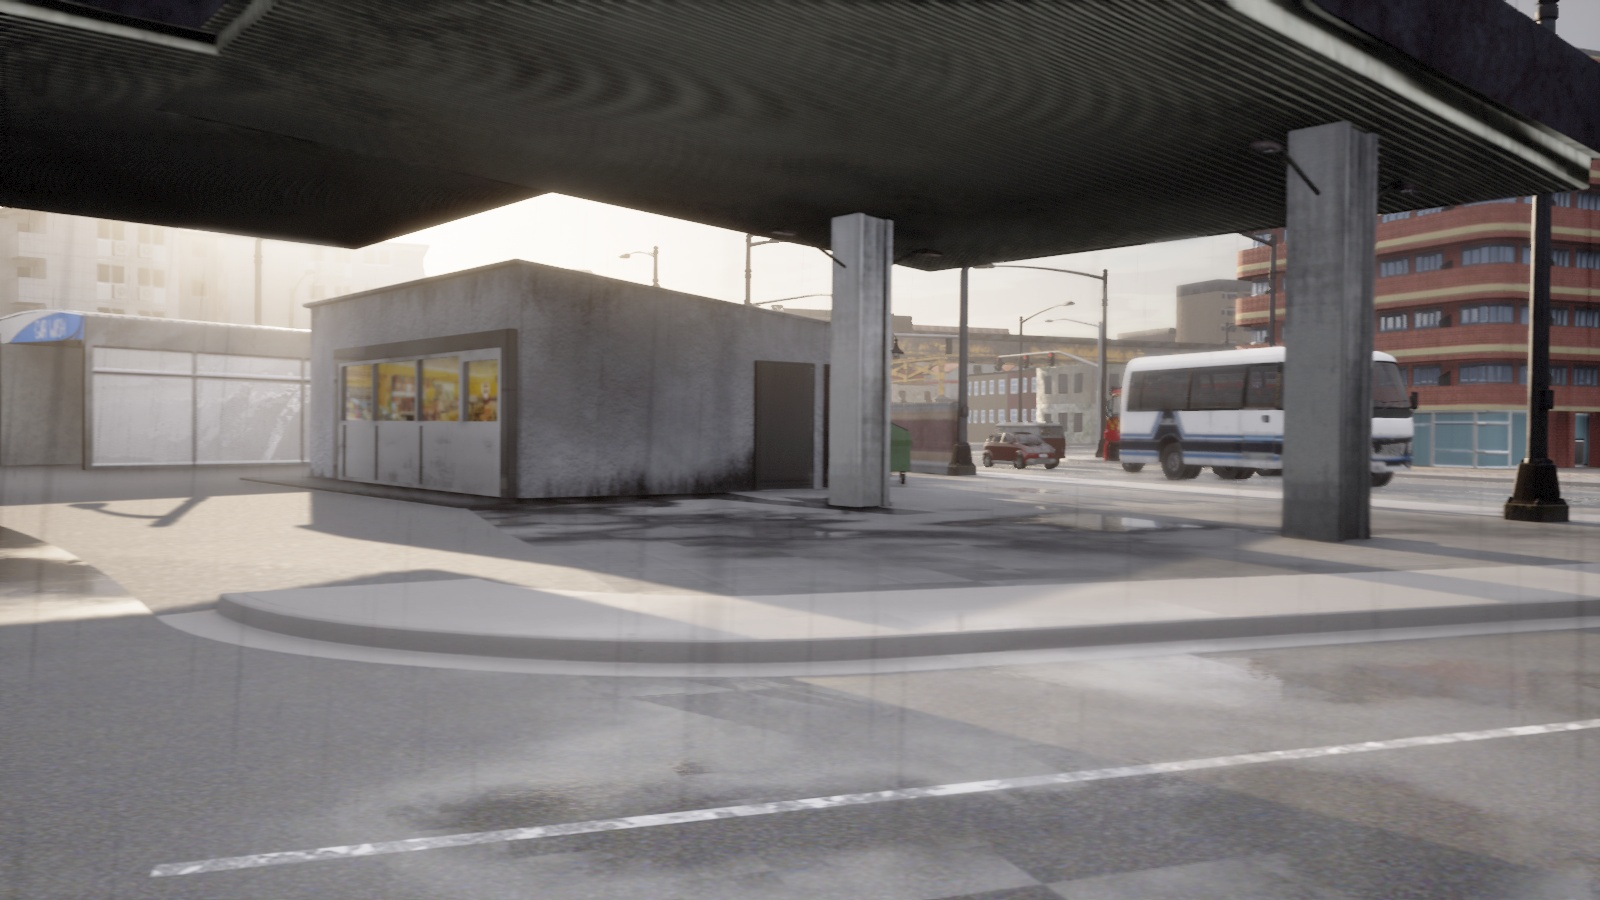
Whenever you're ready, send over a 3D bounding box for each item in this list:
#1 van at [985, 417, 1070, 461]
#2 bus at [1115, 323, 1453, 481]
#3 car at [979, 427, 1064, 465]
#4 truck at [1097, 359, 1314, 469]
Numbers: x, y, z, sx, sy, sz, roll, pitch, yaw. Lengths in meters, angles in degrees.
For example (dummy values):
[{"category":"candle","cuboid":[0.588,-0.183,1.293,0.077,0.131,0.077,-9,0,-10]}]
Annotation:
[{"category":"van","cuboid":[10.669,-0.527,59.186,1.775,1.987,4.442,-1,1,-24]},{"category":"bus","cuboid":[14.650,-1.377,39.386,3.944,4.253,10.273,-1,1,-22]},{"category":"car","cuboid":[9.286,-0.183,52.864,1.789,1.549,3.705,-1,1,-22]},{"category":"truck","cuboid":[15.175,-1.309,47.860,2.891,3.827,8.468,-1,1,-25]}]
